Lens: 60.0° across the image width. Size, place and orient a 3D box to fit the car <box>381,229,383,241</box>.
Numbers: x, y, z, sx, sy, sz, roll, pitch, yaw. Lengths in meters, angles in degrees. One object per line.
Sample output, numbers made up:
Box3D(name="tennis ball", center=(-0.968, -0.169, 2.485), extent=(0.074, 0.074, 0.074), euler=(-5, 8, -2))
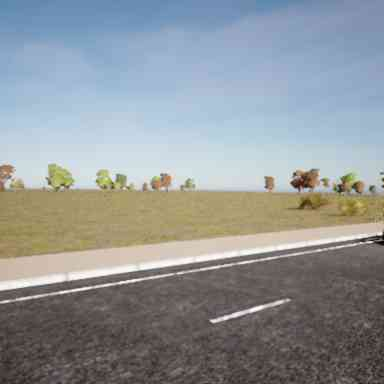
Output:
Box3D(name="car", center=(10.458, 1.647, 15.135), extent=(4.181, 1.385, 1.994), euler=(0, 0, -35))
